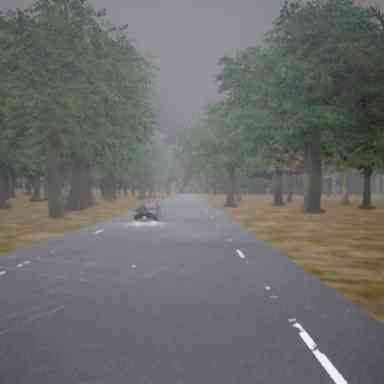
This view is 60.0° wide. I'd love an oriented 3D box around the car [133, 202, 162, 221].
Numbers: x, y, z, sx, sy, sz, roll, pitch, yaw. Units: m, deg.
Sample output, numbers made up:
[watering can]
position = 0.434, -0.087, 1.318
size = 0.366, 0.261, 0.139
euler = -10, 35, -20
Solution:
[car]
position = -3.511, 1.518, 27.319
size = 2.033, 1.411, 5.357
euler = 0, 0, 0
